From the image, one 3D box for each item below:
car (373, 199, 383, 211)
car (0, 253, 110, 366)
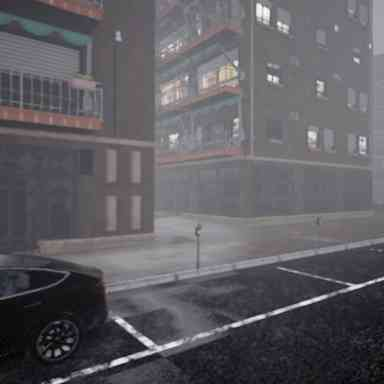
[{"bbox_3d":[19.039,1.377,33.397,2.008,1.369,4.403,1,0,-36],"label":"car"},{"bbox_3d":[-3.230,1.566,4.250,4.313,1.339,1.947,0,0,-36],"label":"car"}]
